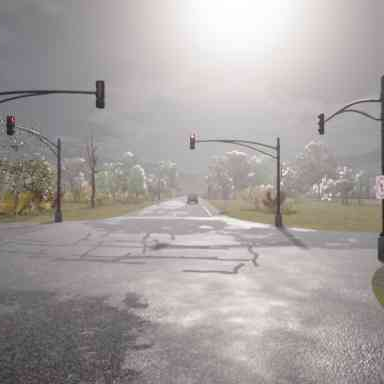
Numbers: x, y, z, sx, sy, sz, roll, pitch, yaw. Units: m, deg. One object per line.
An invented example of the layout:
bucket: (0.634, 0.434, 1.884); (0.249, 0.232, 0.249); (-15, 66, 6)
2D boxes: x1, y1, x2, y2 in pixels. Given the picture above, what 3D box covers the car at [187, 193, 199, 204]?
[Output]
car: (0.158, 1.291, 67.595); (2.150, 2.045, 5.566); (0, 0, 0)
